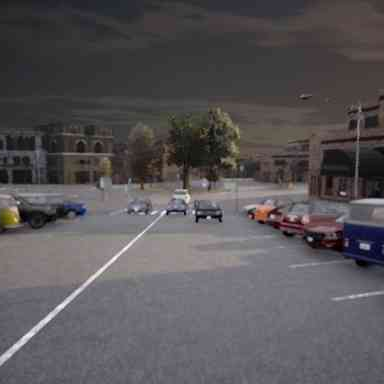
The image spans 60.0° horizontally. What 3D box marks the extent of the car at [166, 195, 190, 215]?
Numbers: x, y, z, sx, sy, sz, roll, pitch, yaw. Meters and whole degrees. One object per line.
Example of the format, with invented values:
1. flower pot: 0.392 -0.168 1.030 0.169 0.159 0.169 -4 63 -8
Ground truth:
1. car: -1.377 1.311 30.567 2.033 1.411 5.357 0 0 0

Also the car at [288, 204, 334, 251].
1. car: 6.399 1.373 12.261 5.008 1.535 2.097 1 1 -20

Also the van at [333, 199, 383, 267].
1. van: 6.515 1.171 9.358 4.442 1.987 1.878 1 0 -20

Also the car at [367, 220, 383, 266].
1. car: 6.234 1.414 6.317 5.366 1.575 1.946 1 1 -20

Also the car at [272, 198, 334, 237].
1. car: 6.351 1.224 15.203 4.553 1.767 2.185 1 0 -20

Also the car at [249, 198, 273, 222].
1. car: 6.321 1.177 21.103 4.553 1.767 2.185 1 0 -20

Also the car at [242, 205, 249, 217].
1. car: 6.306 1.309 24.049 4.792 1.488 2.163 1 1 -20

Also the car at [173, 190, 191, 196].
1. car: -1.388 0.694 43.816 2.150 2.045 5.566 0 3 1

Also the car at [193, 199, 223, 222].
1. car: 1.149 1.411 24.386 1.895 1.301 4.718 0 0 1

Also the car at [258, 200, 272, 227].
1. car: 6.392 1.356 18.174 4.792 1.488 2.163 1 0 -20

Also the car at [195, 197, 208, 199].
1. car: 1.119 1.244 38.998 1.895 1.301 4.718 0 2 0

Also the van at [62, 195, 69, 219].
1. van: -10.853 1.109 22.306 4.442 1.987 1.878 -1 1 -18

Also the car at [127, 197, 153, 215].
1. car: -4.729 1.257 30.822 2.128 1.511 4.902 0 0 1

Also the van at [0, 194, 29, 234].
1. van: -10.805 1.150 16.391 4.442 1.987 1.878 -1 0 -18

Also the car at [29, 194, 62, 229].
1. car: -10.803 1.103 19.361 5.566 2.045 2.435 -1 0 -18

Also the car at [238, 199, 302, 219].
1. car: 6.315 1.297 27.012 4.674 1.452 2.002 1 1 -20

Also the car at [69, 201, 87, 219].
1. car: -10.649 1.310 25.344 5.008 1.535 2.097 -1 1 -18
